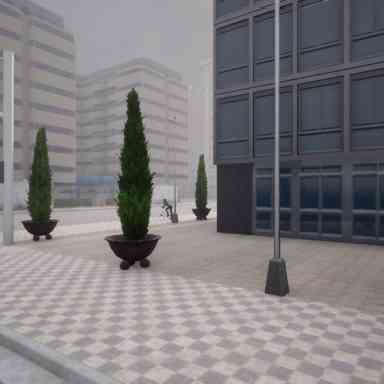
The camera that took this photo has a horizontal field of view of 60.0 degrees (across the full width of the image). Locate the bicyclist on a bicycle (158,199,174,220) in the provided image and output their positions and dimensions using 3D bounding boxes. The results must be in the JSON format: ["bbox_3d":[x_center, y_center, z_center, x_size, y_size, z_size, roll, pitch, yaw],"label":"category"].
[{"bbox_3d":[-1.999,1.356,25.879,1.656,1.620,0.582,0,0,35],"label":"bicyclist on a bicycle"}]
